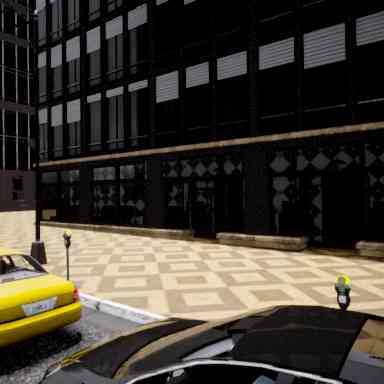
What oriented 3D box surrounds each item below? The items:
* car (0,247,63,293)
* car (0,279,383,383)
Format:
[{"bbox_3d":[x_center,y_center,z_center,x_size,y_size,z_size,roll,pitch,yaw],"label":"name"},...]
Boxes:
[{"bbox_3d":[-3.951,1.527,5.874,4.829,1.417,1.752,0,-1,36],"label":"car"},{"bbox_3d":[0.683,1.566,2.359,4.313,1.339,1.947,0,-1,36],"label":"car"}]
